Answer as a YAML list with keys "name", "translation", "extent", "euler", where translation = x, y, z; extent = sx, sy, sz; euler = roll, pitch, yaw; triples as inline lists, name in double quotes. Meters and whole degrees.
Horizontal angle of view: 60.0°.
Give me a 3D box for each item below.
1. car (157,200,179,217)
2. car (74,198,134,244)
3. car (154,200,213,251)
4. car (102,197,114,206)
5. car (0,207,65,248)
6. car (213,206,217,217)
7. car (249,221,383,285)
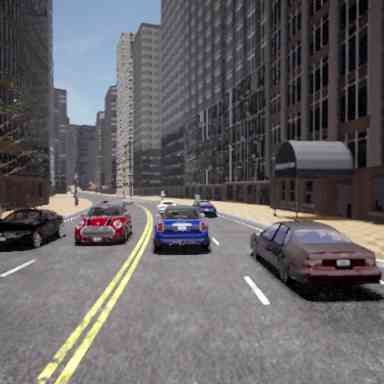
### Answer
- name: "car"
  translation: [-2.385, 1.507, 31.948]
  extent: [1.812, 1.442, 4.674]
  euler: [0, 0, -8]
- name: "car"
  translation: [-4.070, 1.354, 15.892]
  extent: [2.097, 1.767, 4.553]
  euler: [0, 0, -5]
- name: "car"
  translation: [-0.502, 1.345, 14.330]
  extent: [2.097, 1.767, 4.553]
  euler: [0, 0, -4]
- name: "car"
  translation: [-14.016, 1.591, 55.584]
  extent: [1.895, 1.301, 4.718]
  euler: [0, 0, -14]
- name: "car"
  translation: [-7.239, 1.489, 14.861]
  extent: [1.882, 1.535, 5.008]
  euler: [0, 0, -4]
- name: "car"
  translation: [1.013, 1.533, 31.106]
  extent: [1.994, 1.385, 4.181]
  euler: [0, 0, -8]
- name: "car"
  translation: [3.065, 1.535, 9.506]
  extent: [2.033, 1.411, 5.357]
  euler: [0, 0, -3]
